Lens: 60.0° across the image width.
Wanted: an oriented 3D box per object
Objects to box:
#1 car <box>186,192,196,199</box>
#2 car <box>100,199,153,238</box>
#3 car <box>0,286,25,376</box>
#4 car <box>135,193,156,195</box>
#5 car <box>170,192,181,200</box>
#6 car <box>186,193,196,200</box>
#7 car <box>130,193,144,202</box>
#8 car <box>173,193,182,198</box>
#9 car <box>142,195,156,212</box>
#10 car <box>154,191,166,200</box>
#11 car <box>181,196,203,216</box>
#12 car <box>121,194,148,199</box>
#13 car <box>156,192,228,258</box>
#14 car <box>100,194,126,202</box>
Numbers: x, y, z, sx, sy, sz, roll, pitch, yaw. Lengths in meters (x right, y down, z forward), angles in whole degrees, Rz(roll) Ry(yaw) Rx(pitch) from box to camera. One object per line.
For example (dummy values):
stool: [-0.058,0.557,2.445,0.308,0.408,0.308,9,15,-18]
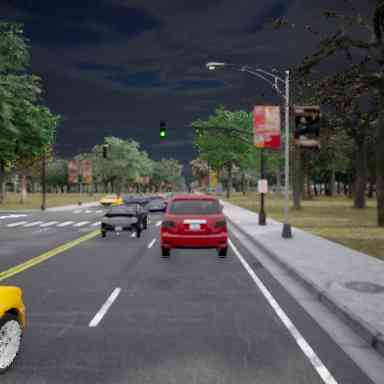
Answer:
car: [-0.241,0.786,80.888,2.128,1.511,4.902,0,0,0]
car: [-3.319,1.348,16.853,2.128,1.511,4.902,0,0,-3]
car: [-3.156,1.455,2.444,1.882,1.535,5.008,0,1,0]
car: [-6.734,1.142,49.242,2.033,1.411,5.357,0,0,0]
car: [-3.461,0.791,70.768,2.097,1.767,4.553,0,0,0]
car: [-0.209,0.979,70.393,2.033,1.411,5.357,0,0,0]
car: [-9.951,1.016,60.370,1.837,1.490,4.892,0,0,0]
car: [-3.491,0.855,80.892,1.895,1.301,4.718,0,0,0]
car: [-3.243,1.299,31.733,1.994,1.385,4.181,0,0,0]
car: [-6.707,0.785,69.603,2.097,1.767,4.553,0,0,0]
car: [0.005,1.225,30.158,1.882,1.535,5.008,0,0,0]
car: [-6.715,1.271,39.636,1.895,1.301,4.718,0,0,0]
car: [0.064,1.112,12.505,2.150,2.045,5.566,0,0,0]
car: [-9.959,1.136,41.073,1.882,1.535,5.008,0,0,0]
